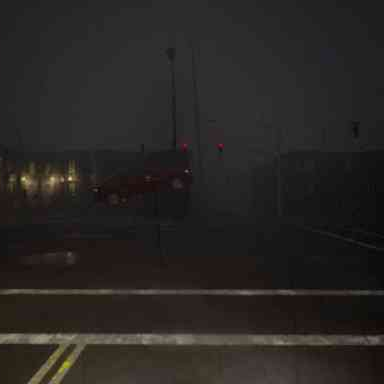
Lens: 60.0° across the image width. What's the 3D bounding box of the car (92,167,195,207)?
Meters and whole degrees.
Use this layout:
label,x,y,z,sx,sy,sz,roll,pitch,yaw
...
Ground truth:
label,x,y,z,sx,sy,sz,roll,pitch,yaw
car,-2.247,-0.430,15.227,4.674,1.442,1.812,-14,0,-1
